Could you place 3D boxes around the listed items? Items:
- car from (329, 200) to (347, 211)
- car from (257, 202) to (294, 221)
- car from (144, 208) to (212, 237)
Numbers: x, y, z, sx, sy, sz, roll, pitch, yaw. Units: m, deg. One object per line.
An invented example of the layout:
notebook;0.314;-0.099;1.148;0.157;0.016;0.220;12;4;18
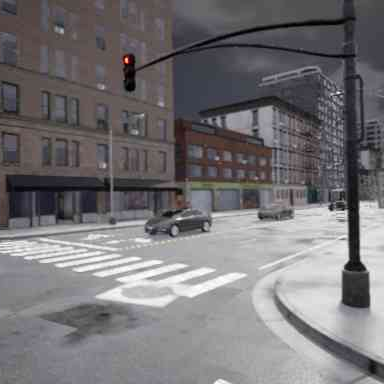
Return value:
car;20.691;1.822;46.235;2.033;1.411;5.357;-2;-1;39
car;7.635;1.739;30.062;1.837;1.490;4.892;-2;0;39
car;-0.706;1.716;19.634;1.837;1.490;4.892;-2;-1;39
